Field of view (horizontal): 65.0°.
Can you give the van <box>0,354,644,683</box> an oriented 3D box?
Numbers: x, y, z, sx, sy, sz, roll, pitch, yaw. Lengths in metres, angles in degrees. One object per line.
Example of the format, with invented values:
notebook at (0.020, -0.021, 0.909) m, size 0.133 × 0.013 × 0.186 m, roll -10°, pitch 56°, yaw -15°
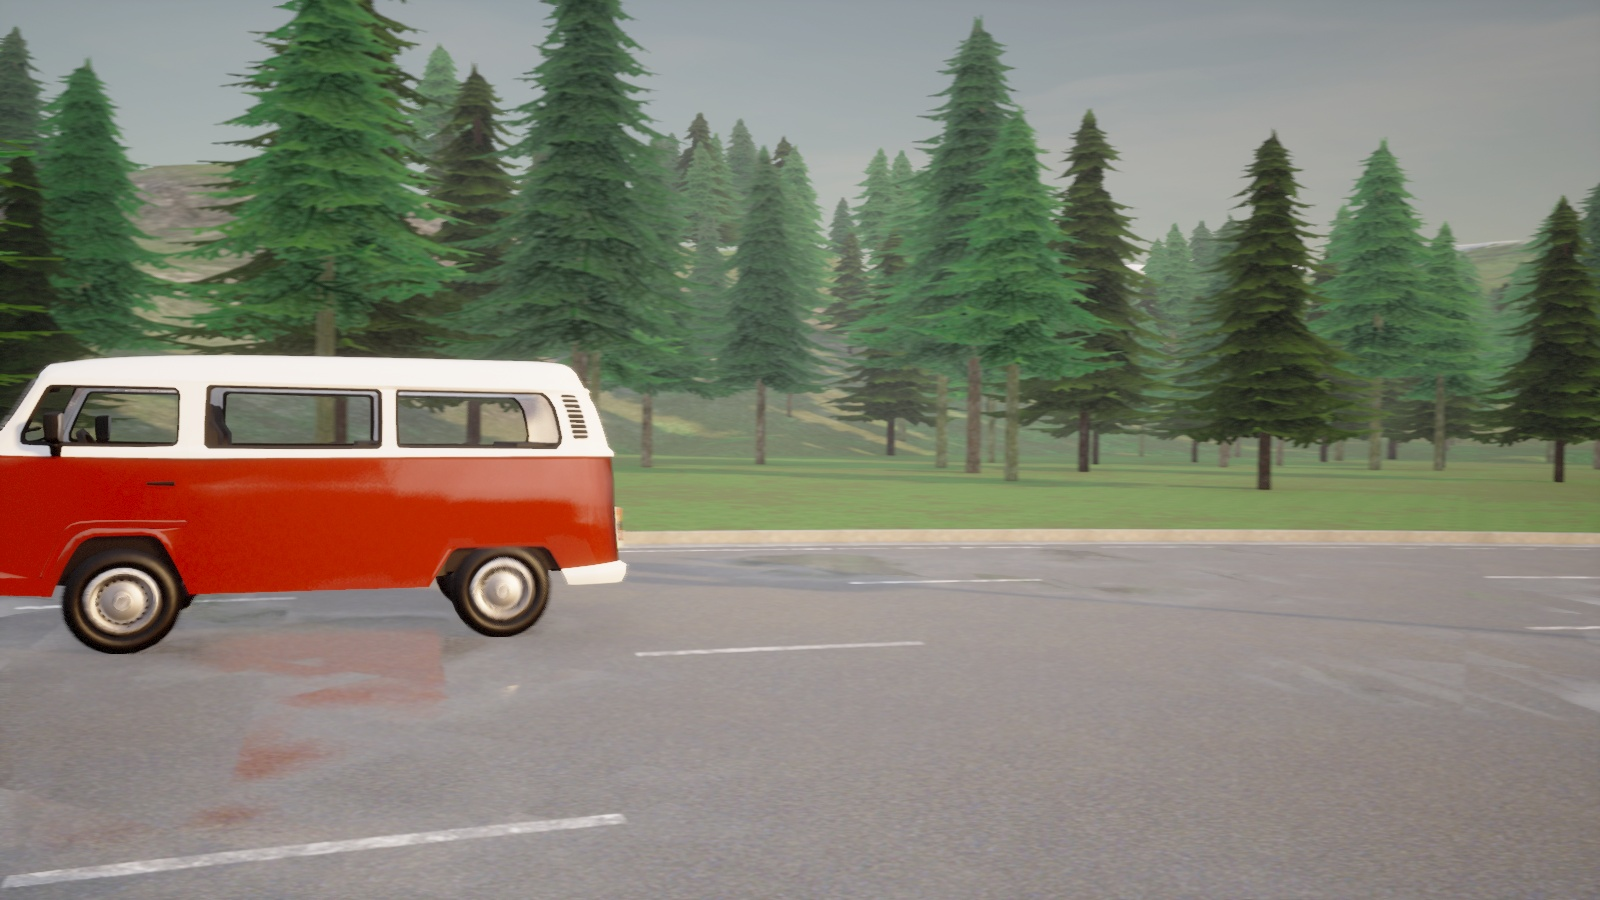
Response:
van at (-3.614, 0.393, 9.378) m, size 4.480 × 2.038 × 2.069 m, roll -1°, pitch 1°, yaw -21°
